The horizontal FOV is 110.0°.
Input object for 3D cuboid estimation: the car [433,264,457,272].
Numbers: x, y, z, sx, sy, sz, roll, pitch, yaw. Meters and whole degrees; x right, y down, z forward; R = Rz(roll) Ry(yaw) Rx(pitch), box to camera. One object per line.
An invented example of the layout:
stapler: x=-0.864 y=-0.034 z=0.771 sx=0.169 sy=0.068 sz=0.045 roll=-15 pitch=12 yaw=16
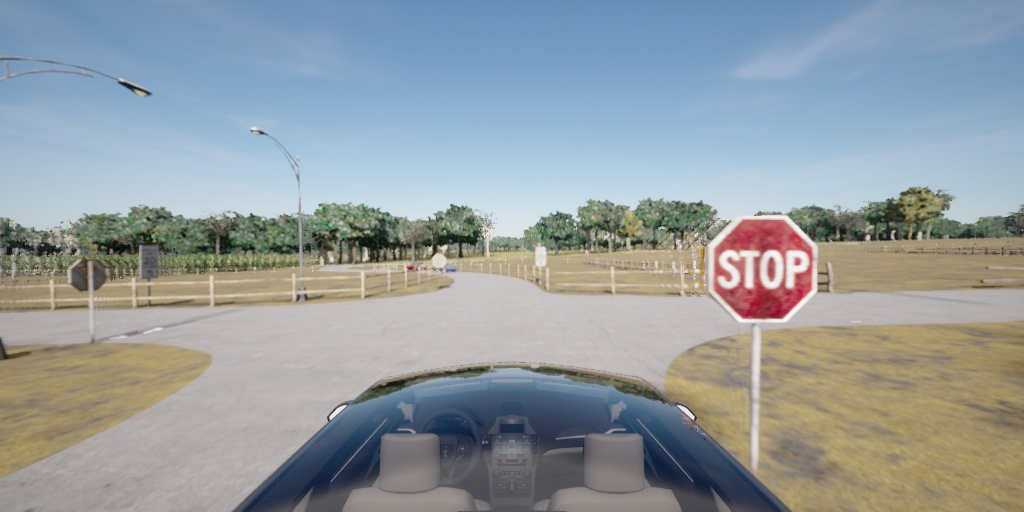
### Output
car: x=-10.893 y=1.941 z=58.364 sx=2.033 sy=1.411 sz=5.357 roll=-1 pitch=-1 yaw=-37
